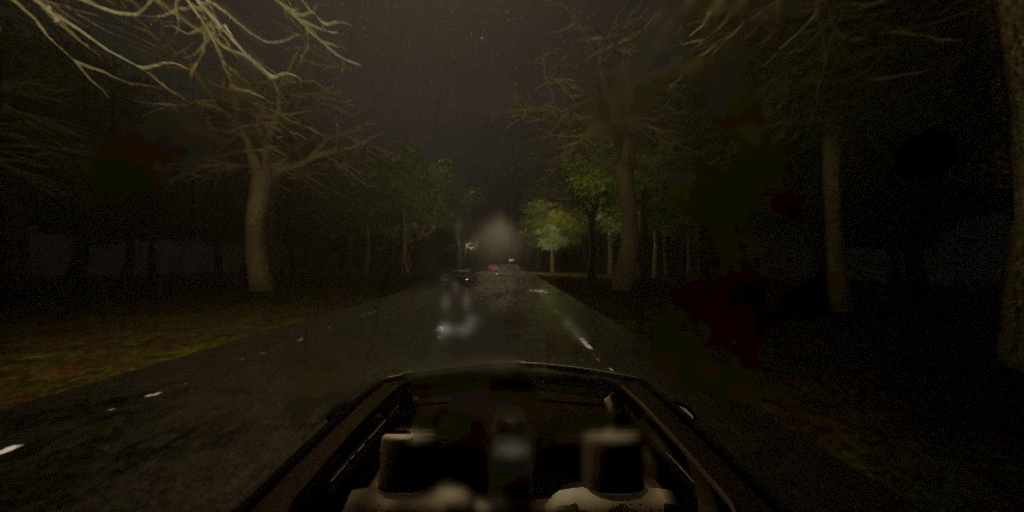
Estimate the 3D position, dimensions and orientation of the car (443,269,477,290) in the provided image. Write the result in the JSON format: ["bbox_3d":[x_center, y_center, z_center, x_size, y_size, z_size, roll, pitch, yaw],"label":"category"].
[{"bbox_3d":[-3.615,1.634,25.469,1.895,1.301,4.718,0,-1,0],"label":"car"}]
